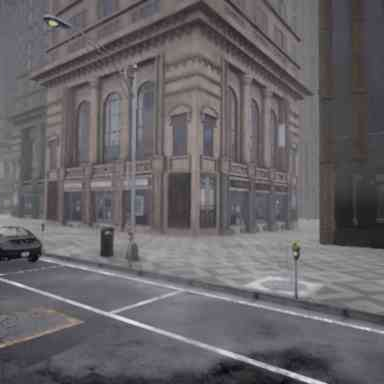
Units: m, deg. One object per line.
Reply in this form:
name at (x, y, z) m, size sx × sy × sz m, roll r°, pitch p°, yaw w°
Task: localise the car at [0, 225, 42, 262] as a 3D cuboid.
car at (-7.494, 1.949, 12.839) m, size 4.403 × 1.369 × 2.008 m, roll -1°, pitch -3°, yaw 37°
